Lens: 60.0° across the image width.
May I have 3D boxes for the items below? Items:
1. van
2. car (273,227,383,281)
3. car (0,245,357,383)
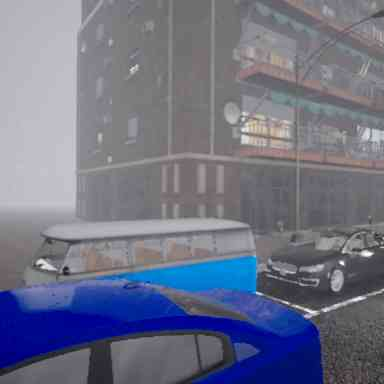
[{"bbox_3d":[-0.692,1.368,5.610,3.998,1.788,1.690,1,-1,-36],"label":"van"},{"bbox_3d":[3.857,1.636,8.861,4.403,1.369,2.008,1,-1,-36],"label":"car"},{"bbox_3d":[-1.160,1.481,2.239,5.008,1.535,1.882,1,-1,-36],"label":"car"}]
